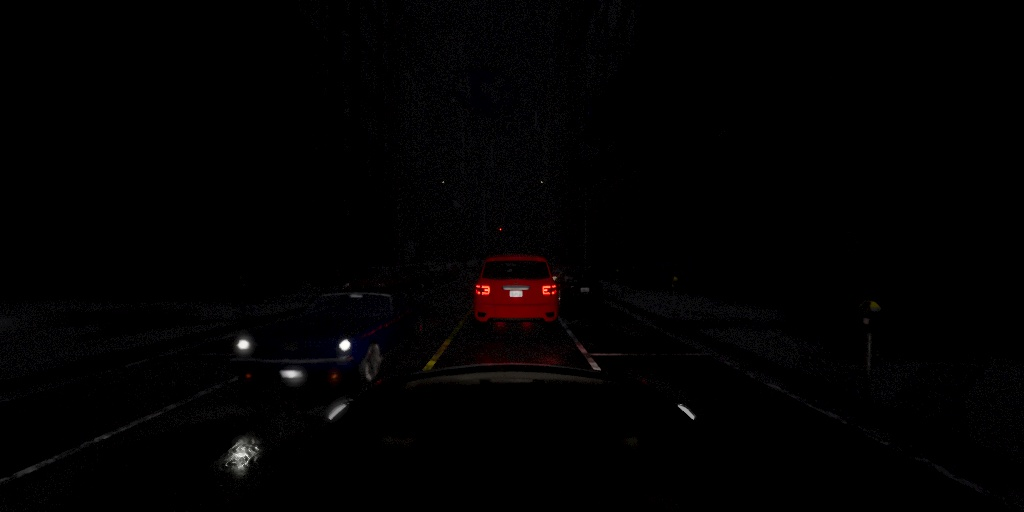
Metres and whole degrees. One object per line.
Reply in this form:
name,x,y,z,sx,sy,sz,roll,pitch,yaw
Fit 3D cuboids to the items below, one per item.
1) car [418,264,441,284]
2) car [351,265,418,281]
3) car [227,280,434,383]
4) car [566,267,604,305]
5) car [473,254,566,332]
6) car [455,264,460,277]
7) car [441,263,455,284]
car,-5.755,1.314,21.129,1.948,1.339,4.313,0,0,0
car,-5.758,1.188,15.623,1.967,1.591,4.097,0,0,0
car,-3.098,1.350,7.243,1.895,1.301,4.718,0,0,0
car,2.768,1.314,15.619,1.948,1.339,4.313,0,0,0
car,0.106,0.970,10.981,2.150,2.045,5.566,0,0,0
car,-5.750,1.294,32.139,1.888,1.381,4.507,0,0,0
car,-5.753,1.299,26.634,2.007,1.370,4.403,0,0,0
